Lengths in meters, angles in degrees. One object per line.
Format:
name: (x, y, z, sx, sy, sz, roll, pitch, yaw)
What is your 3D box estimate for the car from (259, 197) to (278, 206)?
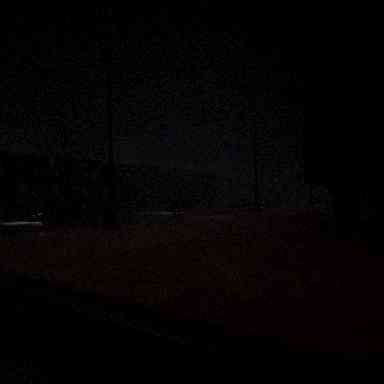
car: (13.187, 1.704, 57.424, 1.837, 1.490, 4.892, -1, -1, 37)

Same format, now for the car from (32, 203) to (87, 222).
car: (-11.871, 1.792, 29.997, 1.837, 1.490, 4.892, -1, -1, 37)

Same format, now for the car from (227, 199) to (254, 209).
car: (7.272, 1.751, 49.451, 2.033, 1.411, 5.357, -1, -1, 37)

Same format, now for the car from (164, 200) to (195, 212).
car: (-1.576, 1.757, 43.717, 1.882, 1.535, 5.008, -1, -1, 37)

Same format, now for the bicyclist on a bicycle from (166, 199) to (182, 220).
bicyclist on a bicycle: (-1.422, 1.374, 25.634, 1.656, 1.620, 0.582, -2, -1, 37)
